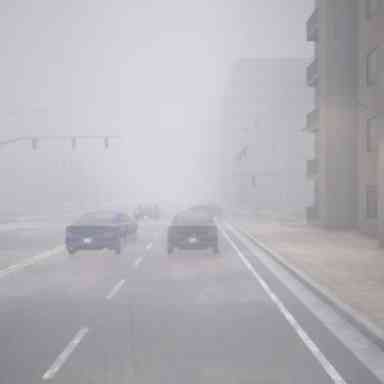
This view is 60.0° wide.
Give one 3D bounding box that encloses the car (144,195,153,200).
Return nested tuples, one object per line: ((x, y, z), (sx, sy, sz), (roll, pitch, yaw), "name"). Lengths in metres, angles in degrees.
((-10.517, 1.538, 80.361), (2.128, 1.511, 4.902), (0, 0, 0), "car")

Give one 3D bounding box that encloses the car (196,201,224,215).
((1.341, 1.482, 28.762), (1.882, 1.535, 5.008), (-1, 0, 19), "car")

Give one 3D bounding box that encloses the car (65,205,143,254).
((-3.454, 1.480, 13.525), (1.882, 1.535, 5.008), (0, 0, 1), "car")

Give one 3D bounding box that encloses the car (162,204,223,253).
((0.047, 1.480, 13.707), (1.882, 1.535, 5.008), (0, 0, 1), "car")

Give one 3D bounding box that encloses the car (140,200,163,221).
((-3.464, 1.605, 27.153), (1.895, 1.301, 4.718), (0, 0, 1), "car")
